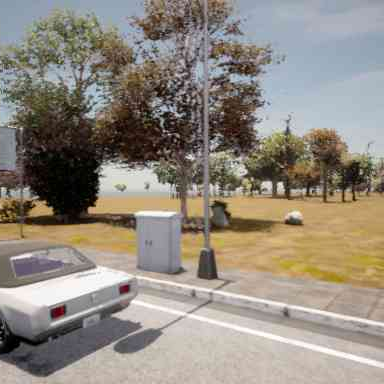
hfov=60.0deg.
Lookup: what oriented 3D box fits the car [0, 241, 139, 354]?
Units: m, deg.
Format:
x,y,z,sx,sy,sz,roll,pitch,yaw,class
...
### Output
x,y,z,sx,sy,sz,roll,pitch,yaw,class
-3.325,1.589,6.072,4.718,1.301,1.895,0,0,33,car
